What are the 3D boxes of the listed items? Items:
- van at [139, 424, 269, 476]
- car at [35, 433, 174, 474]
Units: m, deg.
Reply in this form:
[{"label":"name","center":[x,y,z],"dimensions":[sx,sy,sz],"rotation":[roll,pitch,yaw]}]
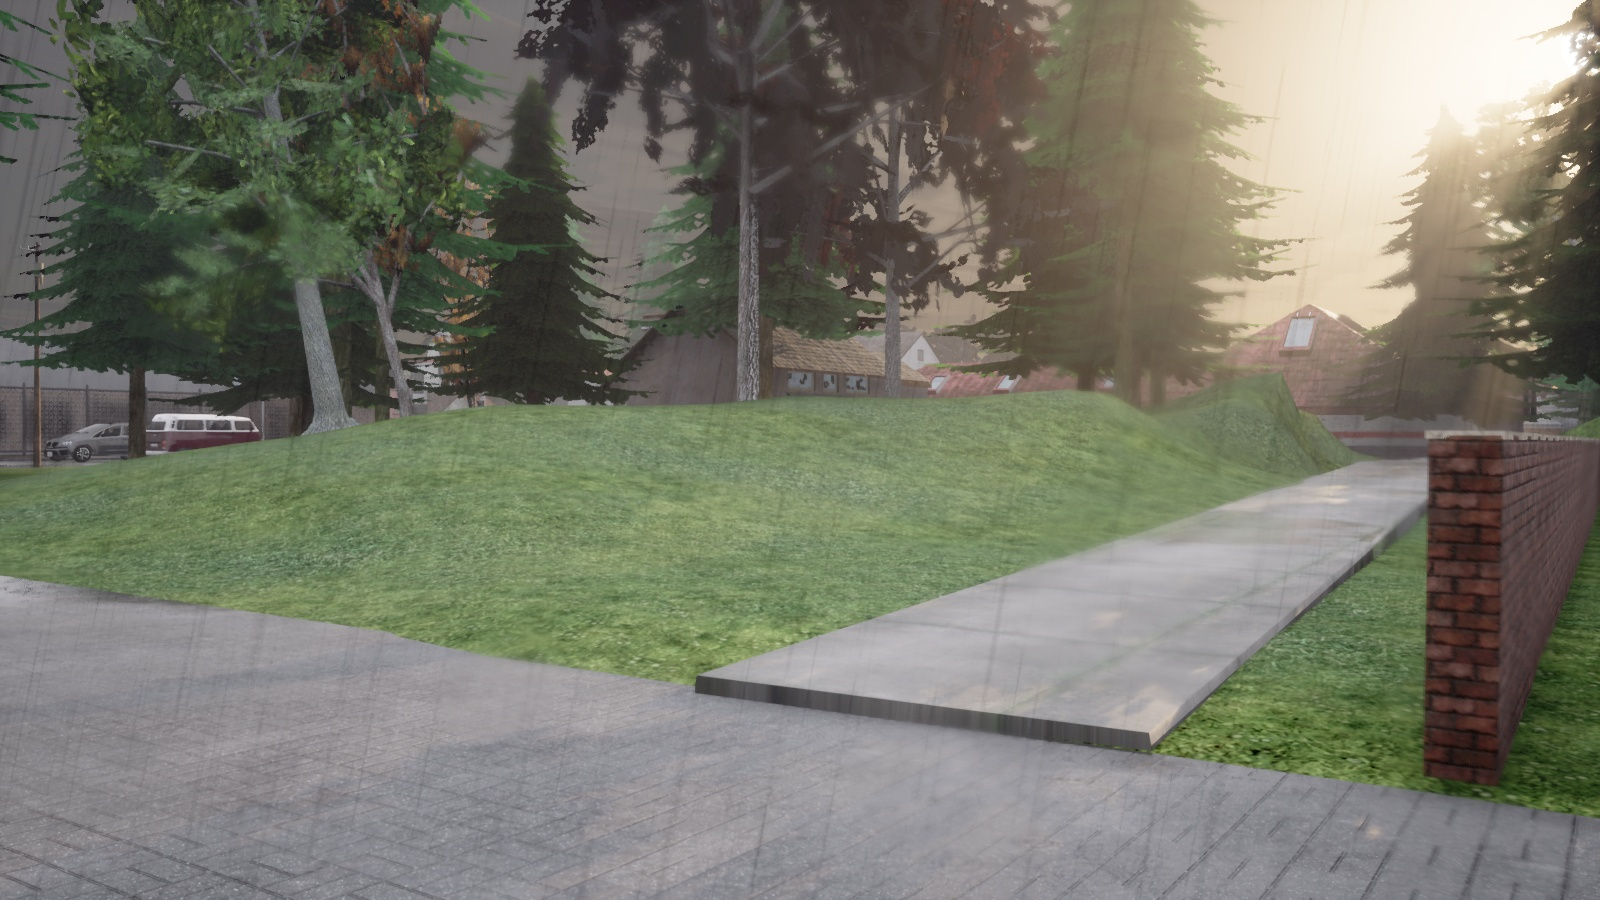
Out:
[{"label":"van","center":[-24.997,-0.038,52.831],"dimensions":[2.069,2.038,4.480],"rotation":[0,1,34]},{"label":"car","center":[-29.468,0.114,53.331],"dimensions":[2.242,1.667,4.611],"rotation":[0,1,33]}]
